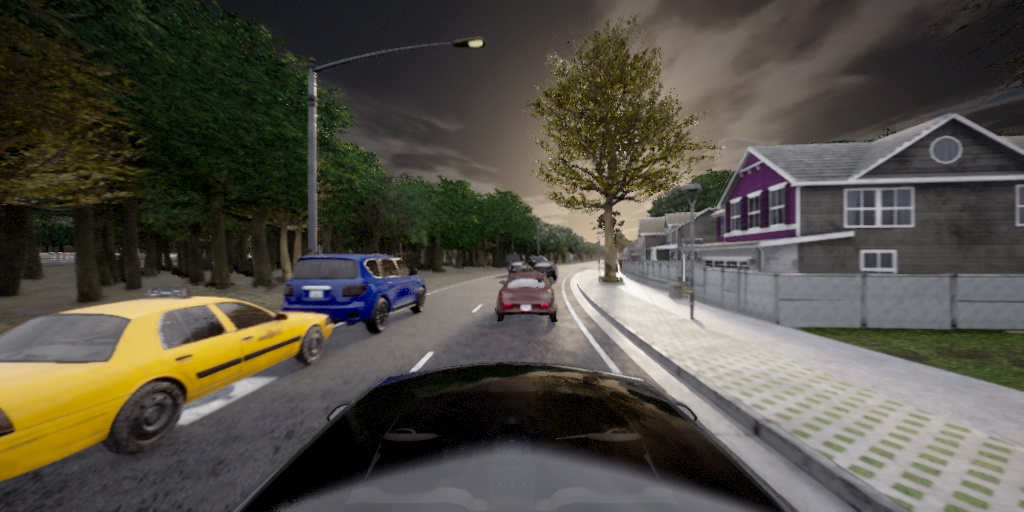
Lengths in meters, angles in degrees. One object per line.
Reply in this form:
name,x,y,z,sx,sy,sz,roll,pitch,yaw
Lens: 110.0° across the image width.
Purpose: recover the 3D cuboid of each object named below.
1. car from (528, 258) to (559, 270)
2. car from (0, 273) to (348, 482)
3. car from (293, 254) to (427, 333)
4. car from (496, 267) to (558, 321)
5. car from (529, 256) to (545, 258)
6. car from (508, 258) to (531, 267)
car,2.854,1.180,30.105,1.882,1.535,5.008,0,0,11
car,-4.530,1.202,5.036,1.801,1.575,5.366,0,0,1
car,-4.304,0.962,10.843,2.150,2.045,5.566,0,0,3
car,0.533,1.258,12.246,1.812,1.442,4.674,0,0,4
car,3.634,0.990,48.773,2.150,2.045,5.566,0,0,17
car,0.779,1.227,37.274,1.812,1.442,4.674,0,0,13
